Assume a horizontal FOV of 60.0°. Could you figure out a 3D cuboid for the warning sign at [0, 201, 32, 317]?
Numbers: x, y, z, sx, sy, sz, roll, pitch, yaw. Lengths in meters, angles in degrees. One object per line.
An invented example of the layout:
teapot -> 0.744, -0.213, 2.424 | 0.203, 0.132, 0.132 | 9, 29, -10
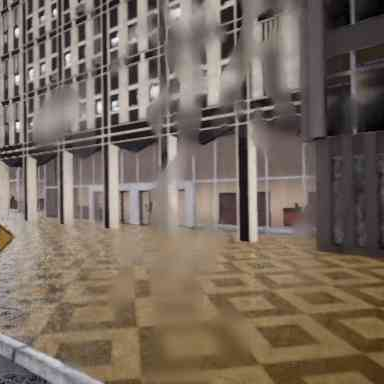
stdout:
warning sign -> -3.636, 1.108, 5.600 | 1.060, 1.860, 1.300 | -1, 0, 35
